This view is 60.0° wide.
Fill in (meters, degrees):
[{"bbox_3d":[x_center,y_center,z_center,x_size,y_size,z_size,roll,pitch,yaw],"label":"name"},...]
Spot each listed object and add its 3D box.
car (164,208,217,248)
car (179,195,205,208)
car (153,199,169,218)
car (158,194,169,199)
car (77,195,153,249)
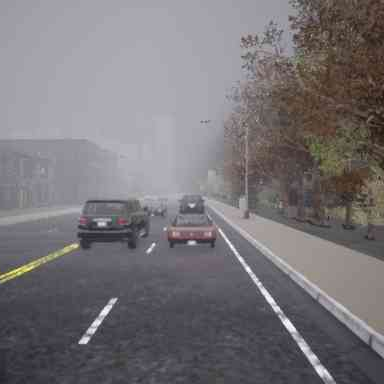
[{"bbox_3d":[0.000,1.611,14.681,1.895,1.301,4.718,0,0,0],"label":"car"},{"bbox_3d":[0.000,1.250,29.681,2.150,2.045,5.566,0,0,0],"label":"car"},{"bbox_3d":[-3.250,1.608,29.681,1.895,1.301,4.718,0,0,0],"label":"car"},{"bbox_3d":[-6.501,1.297,75.956,2.097,1.767,4.553,0,0,0],"label":"car"},{"bbox_3d":[-3.249,1.252,14.680,2.150,2.045,5.566,0,0,0],"label":"car"}]
